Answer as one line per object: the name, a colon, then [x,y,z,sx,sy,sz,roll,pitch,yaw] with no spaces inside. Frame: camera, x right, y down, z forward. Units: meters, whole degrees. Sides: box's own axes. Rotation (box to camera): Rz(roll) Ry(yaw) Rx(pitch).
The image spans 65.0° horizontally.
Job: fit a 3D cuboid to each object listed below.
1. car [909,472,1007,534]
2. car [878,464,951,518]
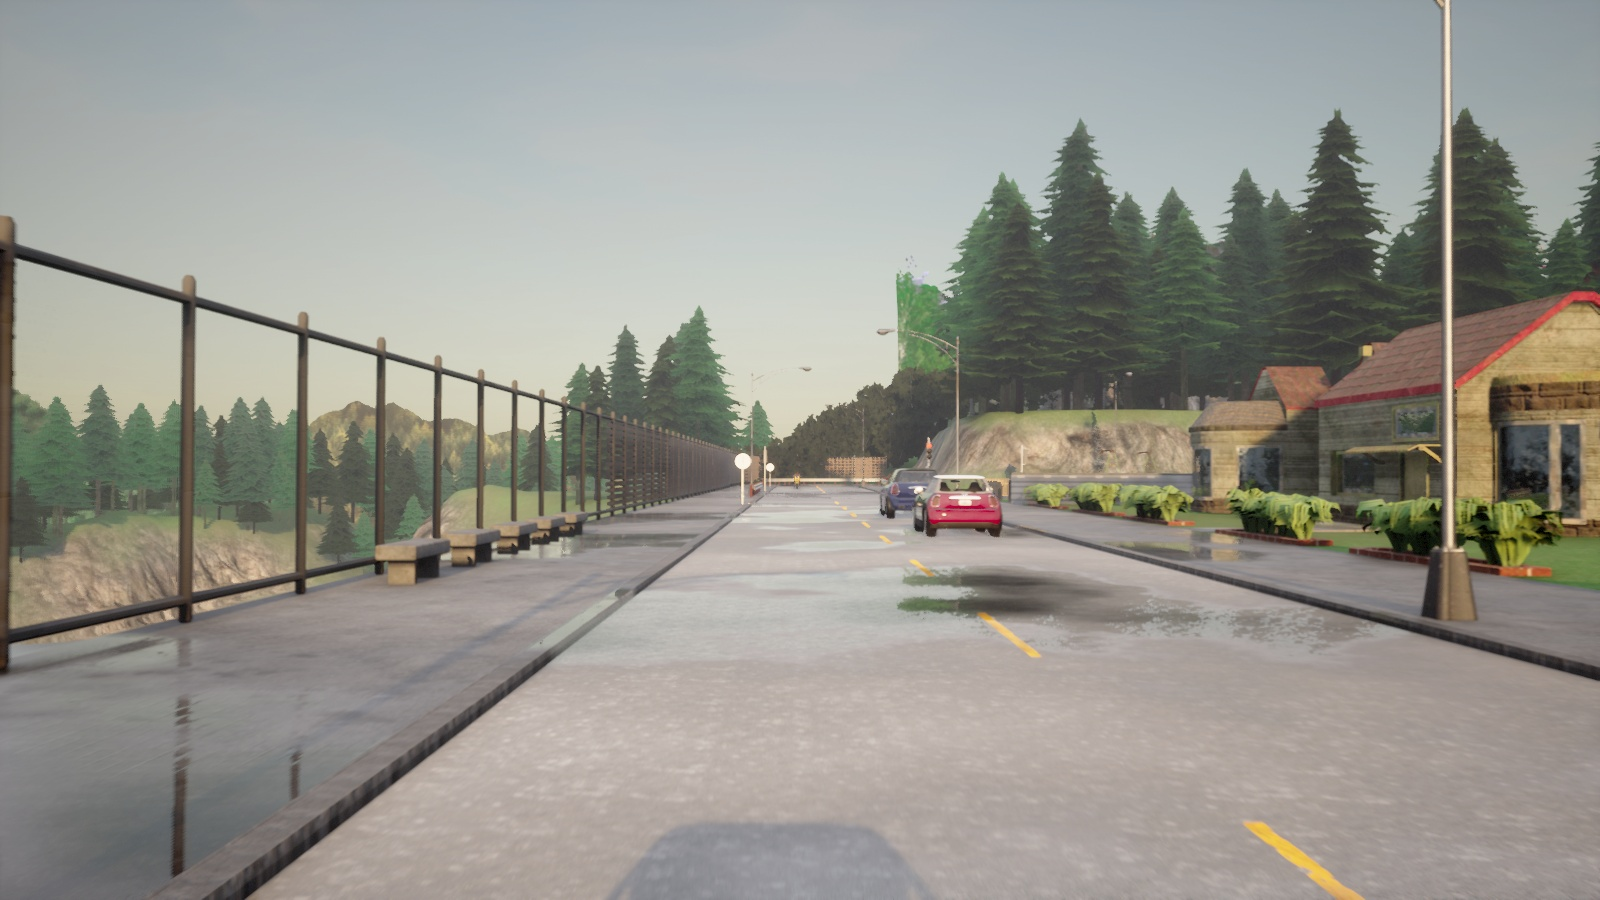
car: [3.923,1.296,31.777,1.970,1.475,3.806,0,-1,0]
car: [3.899,1.384,43.367,2.097,1.767,4.553,0,-1,0]
